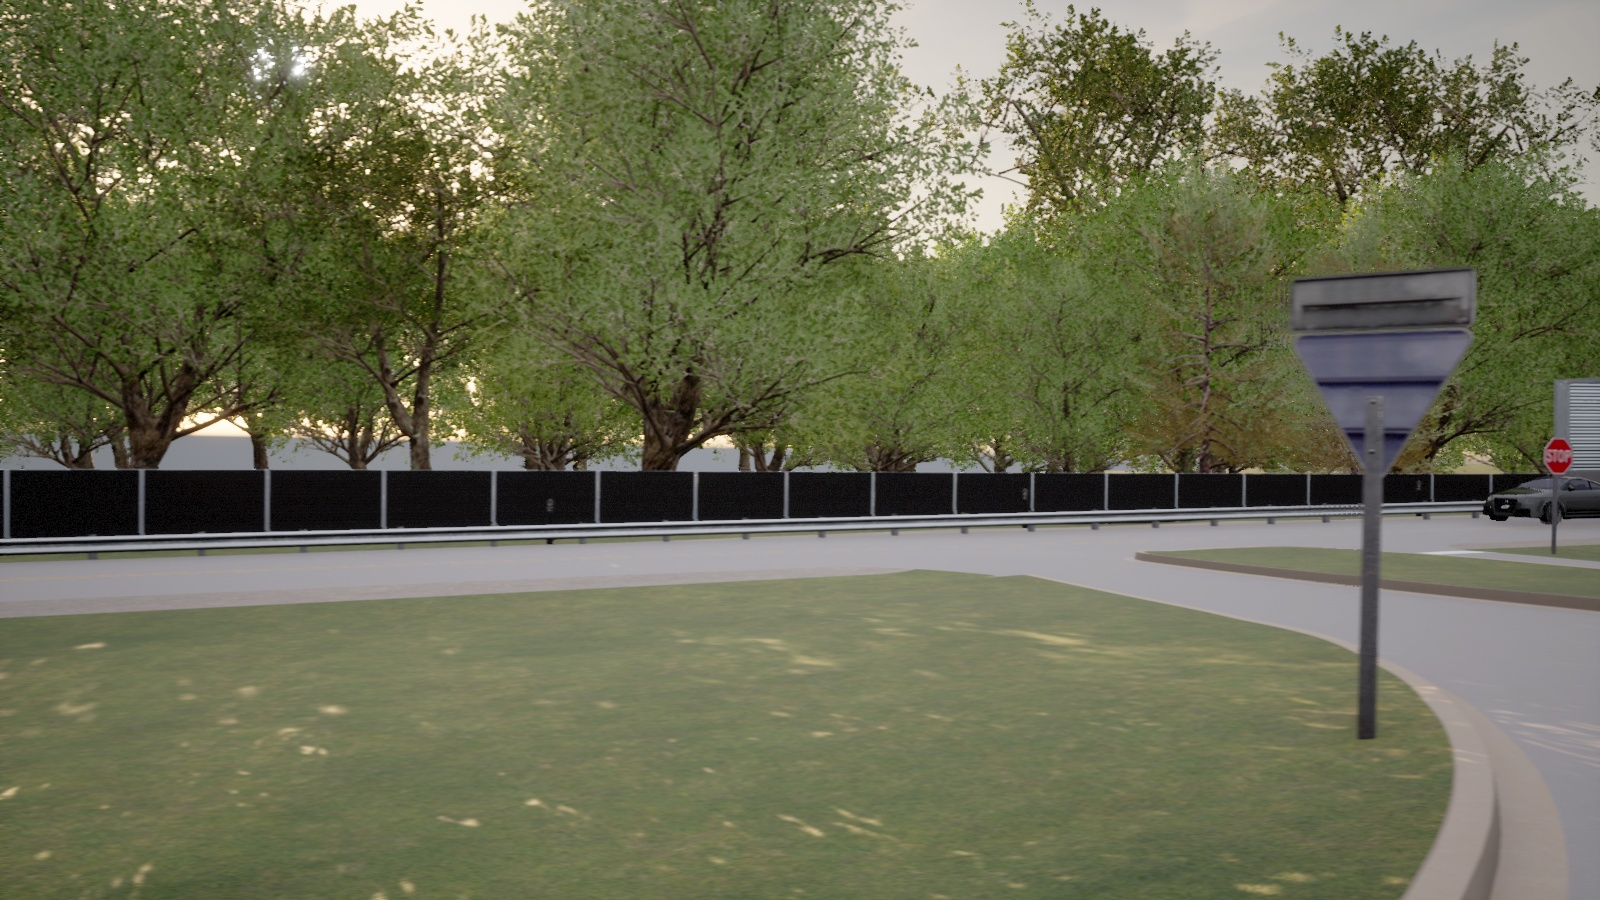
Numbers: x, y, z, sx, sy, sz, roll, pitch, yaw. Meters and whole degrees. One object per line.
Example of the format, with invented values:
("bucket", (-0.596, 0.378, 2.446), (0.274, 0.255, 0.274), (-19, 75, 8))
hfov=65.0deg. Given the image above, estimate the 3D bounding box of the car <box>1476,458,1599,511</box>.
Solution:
("car", (22.835, 1.004, 37.892), (4.181, 1.385, 1.994), (-1, 1, -19))
